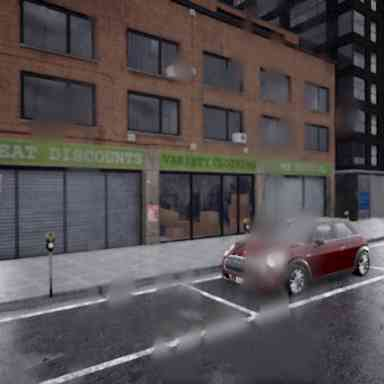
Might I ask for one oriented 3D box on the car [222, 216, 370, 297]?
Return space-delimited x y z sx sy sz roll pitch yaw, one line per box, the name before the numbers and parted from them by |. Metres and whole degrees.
car | 2.678 1.402 8.438 4.097 1.590 1.967 0 0 -35
